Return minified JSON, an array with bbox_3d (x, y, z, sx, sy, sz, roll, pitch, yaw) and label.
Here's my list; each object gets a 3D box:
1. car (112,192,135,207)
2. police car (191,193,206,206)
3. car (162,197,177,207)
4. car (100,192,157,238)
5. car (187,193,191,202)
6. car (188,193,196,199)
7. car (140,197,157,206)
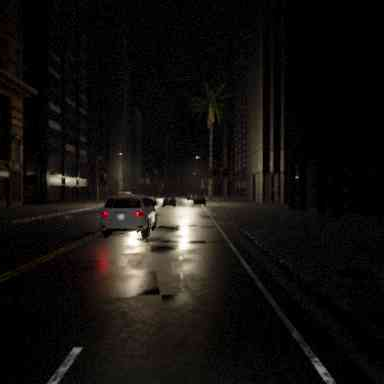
[{"bbox_3d":[-9.813,1.043,47.865,2.150,2.045,5.566,0,0,0],"label":"car"},{"bbox_3d":[1.142,1.237,50.467,1.930,1.638,5.238,0,0,0],"label":"police car"},{"bbox_3d":[-3.145,1.371,46.899,2.033,1.411,5.357,0,0,0],"label":"car"},{"bbox_3d":[-3.150,1.152,17.466,2.150,2.045,5.566,0,0,0],"label":"car"},{"bbox_3d":[0.006,1.046,68.521,2.097,1.767,4.553,0,0,0],"label":"car"},{"bbox_3d":[0.007,1.104,93.128,2.033,1.411,5.357,0,0,0],"label":"car"},{"bbox_3d":[-6.559,1.412,50.611,1.895,1.301,4.718,0,0,0],"label":"car"}]
